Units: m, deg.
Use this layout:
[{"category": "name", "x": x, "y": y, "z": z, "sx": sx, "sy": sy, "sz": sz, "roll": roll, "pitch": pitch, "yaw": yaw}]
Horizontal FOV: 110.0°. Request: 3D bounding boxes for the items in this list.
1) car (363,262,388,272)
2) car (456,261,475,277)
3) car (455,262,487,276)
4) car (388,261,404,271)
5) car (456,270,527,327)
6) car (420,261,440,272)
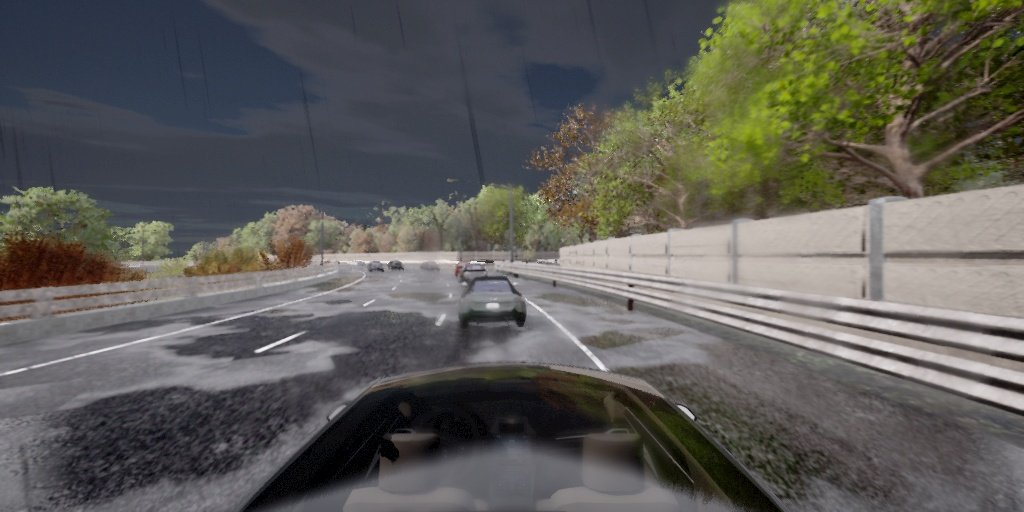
[{"category": "car", "x": -19.280, "y": 1.522, "z": 50.424, "sx": 2.033, "sy": 1.411, "sz": 5.357, "roll": 0, "pitch": 0, "yaw": -28}, {"category": "car", "x": -5.062, "y": 1.338, "z": 38.317, "sx": 1.882, "sy": 1.535, "sz": 5.008, "roll": 0, "pitch": 0, "yaw": -9}, {"category": "car", "x": -2.802, "y": 1.312, "z": 25.934, "sx": 2.128, "sy": 1.511, "sz": 4.902, "roll": 0, "pitch": 0, "yaw": -10}, {"category": "car", "x": -18.038, "y": 1.482, "z": 55.301, "sx": 1.837, "sy": 1.490, "sz": 4.892, "roll": 0, "pitch": 0, "yaw": -29}, {"category": "car", "x": -0.698, "y": 1.341, "z": 11.785, "sx": 1.994, "sy": 1.385, "sz": 4.181, "roll": 0, "pitch": 0, "yaw": -5}, {"category": "car", "x": -11.693, "y": 1.476, "z": 50.923, "sx": 2.033, "sy": 1.411, "sz": 5.357, "roll": 0, "pitch": 0, "yaw": -26}]
